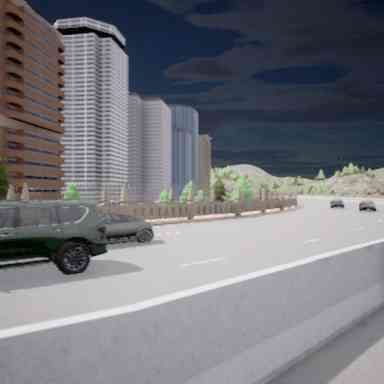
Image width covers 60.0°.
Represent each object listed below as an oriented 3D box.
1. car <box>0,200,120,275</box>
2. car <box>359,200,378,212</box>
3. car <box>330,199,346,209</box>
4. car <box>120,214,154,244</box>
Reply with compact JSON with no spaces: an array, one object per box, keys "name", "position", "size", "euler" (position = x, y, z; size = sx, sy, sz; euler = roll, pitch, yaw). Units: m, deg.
[{"name":"car","position":[-5.082,1.269,9.070],"size":[5.566,2.045,2.150],"euler":[0,0,-37]},{"name":"car","position":[21.500,1.687,40.659],"size":[2.033,1.411,5.357],"euler":[0,0,27]},{"name":"car","position":[21.474,1.722,48.969],"size":[2.033,1.411,5.357],"euler":[0,0,23]},{"name":"car","position":[-3.741,1.633,14.628],"size":[4.181,1.385,1.994],"euler":[0,0,-40]}]
